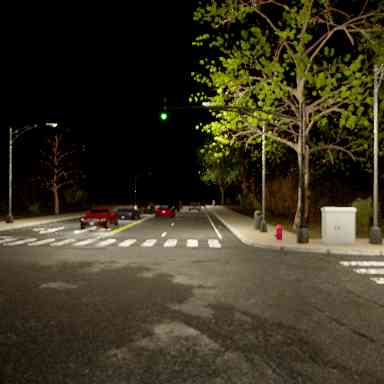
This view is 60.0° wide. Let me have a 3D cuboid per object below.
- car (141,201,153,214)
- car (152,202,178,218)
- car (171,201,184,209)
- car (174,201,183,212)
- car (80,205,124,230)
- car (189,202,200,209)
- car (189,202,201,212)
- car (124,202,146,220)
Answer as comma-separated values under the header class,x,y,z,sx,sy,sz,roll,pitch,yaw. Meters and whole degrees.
class,x,y,z,sx,sy,sz,roll,pitch,yaw
car,-6.273,2.008,44.411,2.097,1.767,4.553,0,-1,1
car,-2.942,2.117,37.410,1.994,1.385,4.181,0,-1,1
car,-2.688,2.455,63.061,2.128,1.511,4.902,0,-1,1
car,-2.831,2.346,52.643,2.033,1.411,5.357,0,-1,1
car,-6.562,1.849,24.165,1.812,1.442,4.674,0,-1,1
car,0.562,2.536,63.015,1.994,1.385,4.181,0,-1,1
car,0.424,2.415,53.011,1.895,1.301,4.718,0,-1,1
car,-6.424,2.030,33.795,2.033,1.411,5.357,0,-1,1
